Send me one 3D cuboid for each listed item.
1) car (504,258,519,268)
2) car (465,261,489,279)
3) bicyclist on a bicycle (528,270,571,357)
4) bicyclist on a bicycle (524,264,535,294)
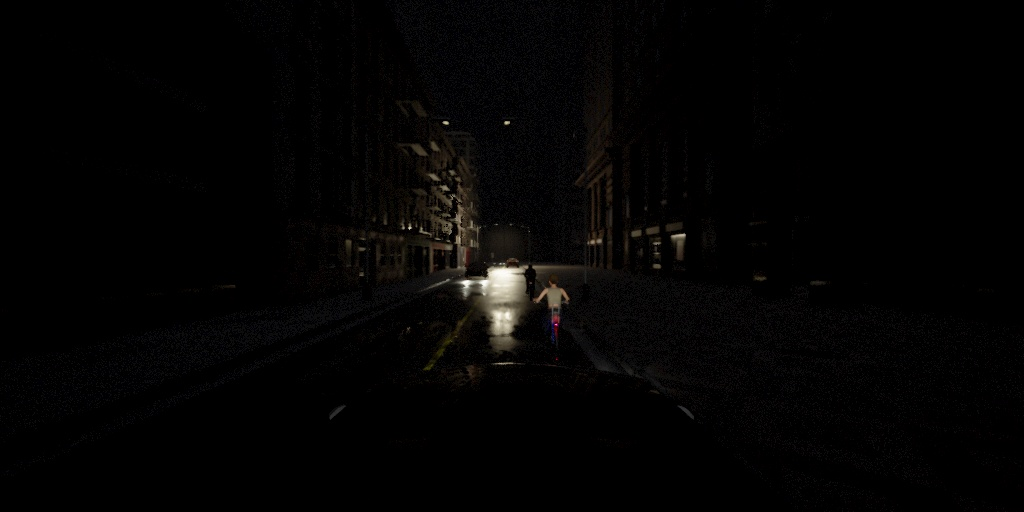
[{"bbox_3d":[0.108,1.188,64.682,2.097,1.767,4.553,0,0,0],"label":"car"},{"bbox_3d":[-3.096,1.245,32.427,1.882,1.535,5.008,0,0,0],"label":"car"},{"bbox_3d":[0.861,1.188,7.575,0.866,1.612,1.509,0,0,0],"label":"bicyclist on a bicycle"},{"bbox_3d":[0.828,1.207,16.029,0.582,1.620,1.656,0,0,0],"label":"bicyclist on a bicycle"}]
